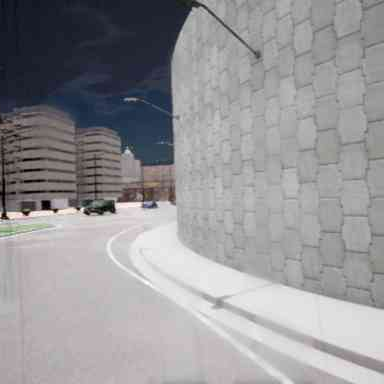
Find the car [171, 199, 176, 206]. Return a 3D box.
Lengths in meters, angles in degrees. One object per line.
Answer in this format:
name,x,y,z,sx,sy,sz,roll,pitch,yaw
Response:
car,-3.345,2.426,76.207,1.837,1.490,4.892,-2,-1,16

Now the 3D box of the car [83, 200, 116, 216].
car,-12.423,2.132,45.228,2.150,2.045,5.566,-2,-1,16

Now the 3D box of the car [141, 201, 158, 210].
car,-7.703,2.447,61.265,1.812,1.442,4.674,-2,-1,17
